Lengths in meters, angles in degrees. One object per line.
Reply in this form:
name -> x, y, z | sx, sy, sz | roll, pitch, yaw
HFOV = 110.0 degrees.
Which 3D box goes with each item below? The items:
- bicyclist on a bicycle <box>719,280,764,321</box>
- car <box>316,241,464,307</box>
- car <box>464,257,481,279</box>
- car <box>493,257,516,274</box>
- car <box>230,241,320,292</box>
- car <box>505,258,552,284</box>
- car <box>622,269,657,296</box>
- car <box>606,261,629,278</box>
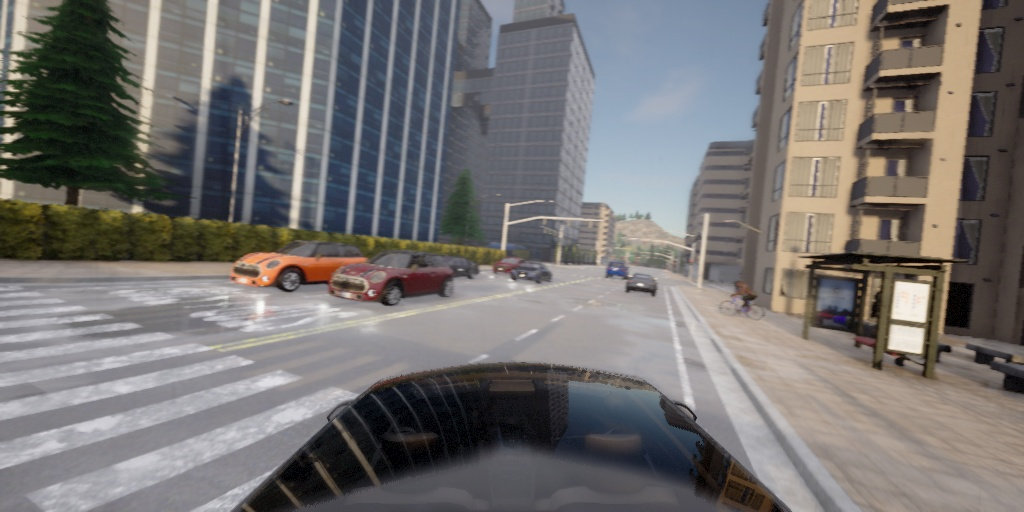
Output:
bicyclist on a bicycle -> 9.814, 1.868, 15.256 | 1.656, 1.620, 0.582 | 7, 1, 22
car -> -3.884, 0.580, 12.383 | 2.097, 1.767, 4.553 | 6, 1, 22
car -> -3.795, 0.656, 21.785 | 2.033, 1.411, 5.357 | 6, 1, 23
car -> 0.053, 0.846, 31.043 | 1.882, 1.535, 5.008 | 6, 1, 23
car -> -7.365, 0.221, 13.081 | 2.097, 1.767, 4.553 | 6, 1, 22
car -> 1.462, 1.153, 25.380 | 1.994, 1.385, 4.181 | 6, 1, 23
car -> 9.256, 1.935, 25.514 | 1.994, 1.385, 4.181 | 6, 1, 22
car -> 12.651, 1.694, 42.918 | 2.150, 2.045, 5.566 | 6, 1, 23
